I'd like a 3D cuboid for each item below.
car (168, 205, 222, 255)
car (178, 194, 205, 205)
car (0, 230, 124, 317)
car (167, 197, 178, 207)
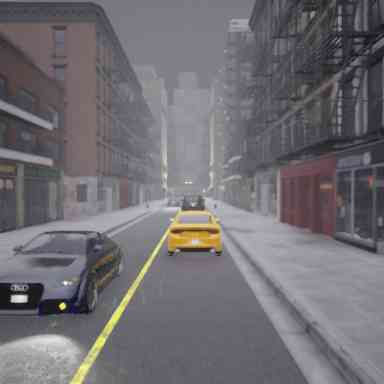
[{"bbox_3d":[0.103,1.490,13.370,1.882,1.535,5.008,0,0,0],"label":"car"},{"bbox_3d":[0.105,1.251,31.835,2.150,2.045,5.566,0,0,0],"label":"car"},{"bbox_3d":[-2.848,1.571,7.475,1.994,1.385,4.181,0,0,0],"label":"car"},{"bbox_3d":[-2.810,1.530,51.320,2.128,1.511,4.902,0,0,0],"label":"car"}]
